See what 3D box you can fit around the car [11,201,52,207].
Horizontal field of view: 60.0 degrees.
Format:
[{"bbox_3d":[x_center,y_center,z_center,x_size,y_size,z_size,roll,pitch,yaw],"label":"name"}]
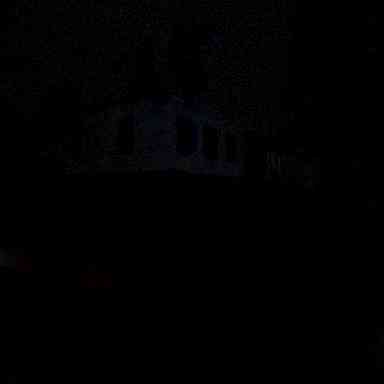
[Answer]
[{"bbox_3d":[-14.643,1.528,29.135,2.033,1.411,5.357,0,0,29],"label":"car"}]
